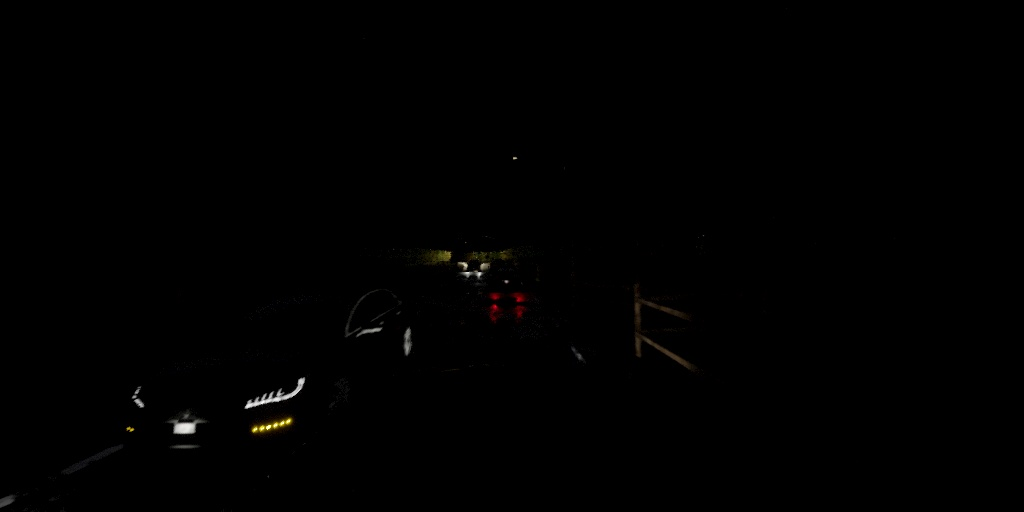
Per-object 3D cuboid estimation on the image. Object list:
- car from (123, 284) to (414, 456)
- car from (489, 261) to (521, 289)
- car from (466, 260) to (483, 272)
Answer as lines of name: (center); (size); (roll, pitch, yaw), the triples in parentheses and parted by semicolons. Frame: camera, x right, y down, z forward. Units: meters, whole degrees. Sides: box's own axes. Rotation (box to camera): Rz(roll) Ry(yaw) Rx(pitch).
car: (-2.902, 1.255, 5.571); (1.837, 1.490, 4.892); (0, 0, -1)
car: (-0.412, 1.280, 22.820); (1.812, 1.442, 4.674); (0, 0, -2)
car: (-4.930, 1.272, 46.799); (1.837, 1.490, 4.892); (0, 1, -5)
